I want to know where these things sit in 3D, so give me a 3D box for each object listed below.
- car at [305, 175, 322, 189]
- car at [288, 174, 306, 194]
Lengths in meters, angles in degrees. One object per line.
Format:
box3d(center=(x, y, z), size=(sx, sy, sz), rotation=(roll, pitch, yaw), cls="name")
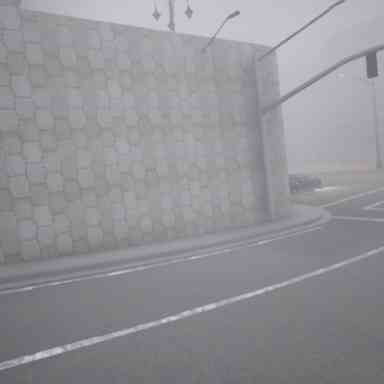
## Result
box3d(center=(9.633, -0.955, 30.412), size=(1.994, 1.385, 4.181), rotation=(-10, 6, -34), cls="car")
box3d(center=(6.812, -0.642, 28.352), size=(2.097, 1.767, 4.553), rotation=(-10, 6, -35), cls="car")
